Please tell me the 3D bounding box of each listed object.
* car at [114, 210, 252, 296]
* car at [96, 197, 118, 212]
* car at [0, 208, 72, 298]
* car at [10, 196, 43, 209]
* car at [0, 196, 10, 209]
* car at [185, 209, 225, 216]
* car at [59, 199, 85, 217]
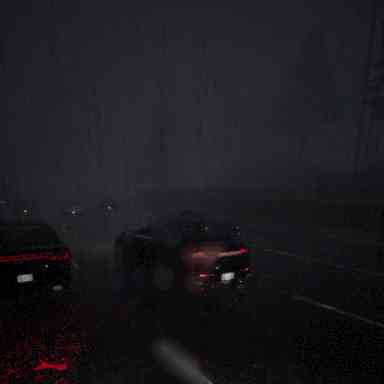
[{"bbox_3d":[-0.534,1.444,8.701,2.128,1.511,4.902,0,0,-31],"label":"car"},{"bbox_3d":[-8.850,1.252,34.736,1.837,1.490,4.892,0,0,-19],"label":"car"},{"bbox_3d":[-4.297,1.396,8.188,1.882,1.535,5.008,0,0,-31],"label":"car"},{"bbox_3d":[-13.982,1.232,28.414,1.837,1.490,4.892,0,0,-21],"label":"car"},{"bbox_3d":[-20.111,1.125,35.475,2.128,1.511,4.902,0,0,-18],"label":"car"},{"bbox_3d":[0.238,1.459,14.364,1.812,1.442,4.674,0,0,-29],"label":"car"},{"bbox_3d":[-9.945,1.296,27.652,1.812,1.442,4.674,0,0,-22],"label":"car"}]
